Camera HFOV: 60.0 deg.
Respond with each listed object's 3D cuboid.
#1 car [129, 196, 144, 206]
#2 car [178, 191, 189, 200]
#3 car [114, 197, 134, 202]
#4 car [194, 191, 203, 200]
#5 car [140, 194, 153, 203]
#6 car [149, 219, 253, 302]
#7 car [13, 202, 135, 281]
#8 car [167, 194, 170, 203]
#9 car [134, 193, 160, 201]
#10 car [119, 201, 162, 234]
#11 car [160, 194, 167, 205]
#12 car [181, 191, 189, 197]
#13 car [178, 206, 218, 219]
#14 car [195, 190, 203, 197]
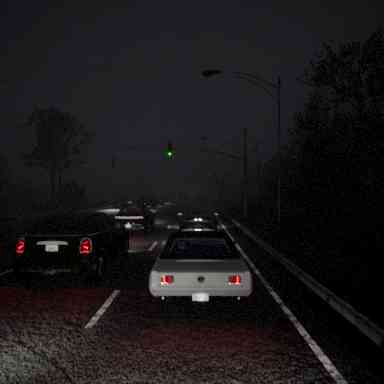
[{"bbox_3d":[-9.492,1.516,57.209,1.812,1.442,4.674,0,0,1],"label":"car"},{"bbox_3d":[-1.983,0.724,75.992,2.150,2.045,5.566,0,3,1],"label":"car"},{"bbox_3d":[-9.734,1.483,46.987,2.128,1.511,4.902,0,0,2],"label":"car"},{"bbox_3d":[1.515,1.026,75.898,2.128,1.511,4.902,0,3,1],"label":"car"},{"bbox_3d":[-9.183,1.355,67.664,1.882,1.535,5.008,0,2,2],"label":"car"},{"bbox_3d":[0.179,1.599,8.187,1.895,1.301,4.718,0,0,0],"label":"car"},{"bbox_3d":[-3.294,1.350,10.019,2.097,1.767,4.553,0,0,1],"label":"car"},{"bbox_3d":[-5.682,1.221,67.895,2.097,1.767,4.553,0,2,2],"label":"car"},{"bbox_3d":[-6.242,1.213,47.064,2.150,2.045,5.566,0,0,1],"label":"car"},{"bbox_3d":[-3.186,1.488,19.061,2.128,1.511,4.902,0,0,0],"label":"car"},{"bbox_3d":[-5.993,1.468,57.334,1.882,1.535,5.008,0,0,2],"label":"car"},{"bbox_3d":[-1.747,0.395,86.426,1.895,1.301,4.718,0,3,1],"label":"car"},{"bbox_3d":[0.321,1.502,17.477,1.837,1.490,4.892,0,0,1],"label":"car"},{"bbox_3d":[1.751,0.354,86.315,1.994,1.385,4.181,0,3,1],"label":"car"}]
